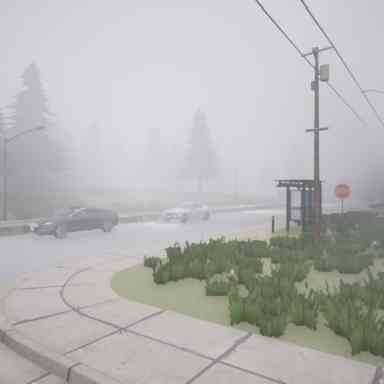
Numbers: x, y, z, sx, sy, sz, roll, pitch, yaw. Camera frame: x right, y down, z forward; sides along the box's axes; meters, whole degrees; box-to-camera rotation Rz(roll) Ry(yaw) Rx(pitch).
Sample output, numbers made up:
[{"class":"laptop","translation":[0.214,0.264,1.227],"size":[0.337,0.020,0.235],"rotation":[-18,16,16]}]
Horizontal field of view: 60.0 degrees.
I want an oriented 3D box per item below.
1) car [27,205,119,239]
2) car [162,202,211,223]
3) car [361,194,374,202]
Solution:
[{"class":"car","translation":[-6.150,1.491,17.760],"size":[2.128,1.511,4.902],"rotation":[0,0,36]},{"class":"car","translation":[-0.305,1.526,25.833],"size":[1.812,1.442,4.674],"rotation":[0,0,36]},{"class":"car","translation":[40.428,1.355,76.459],"size":[2.097,1.767,4.553],"rotation":[0,0,36]}]
